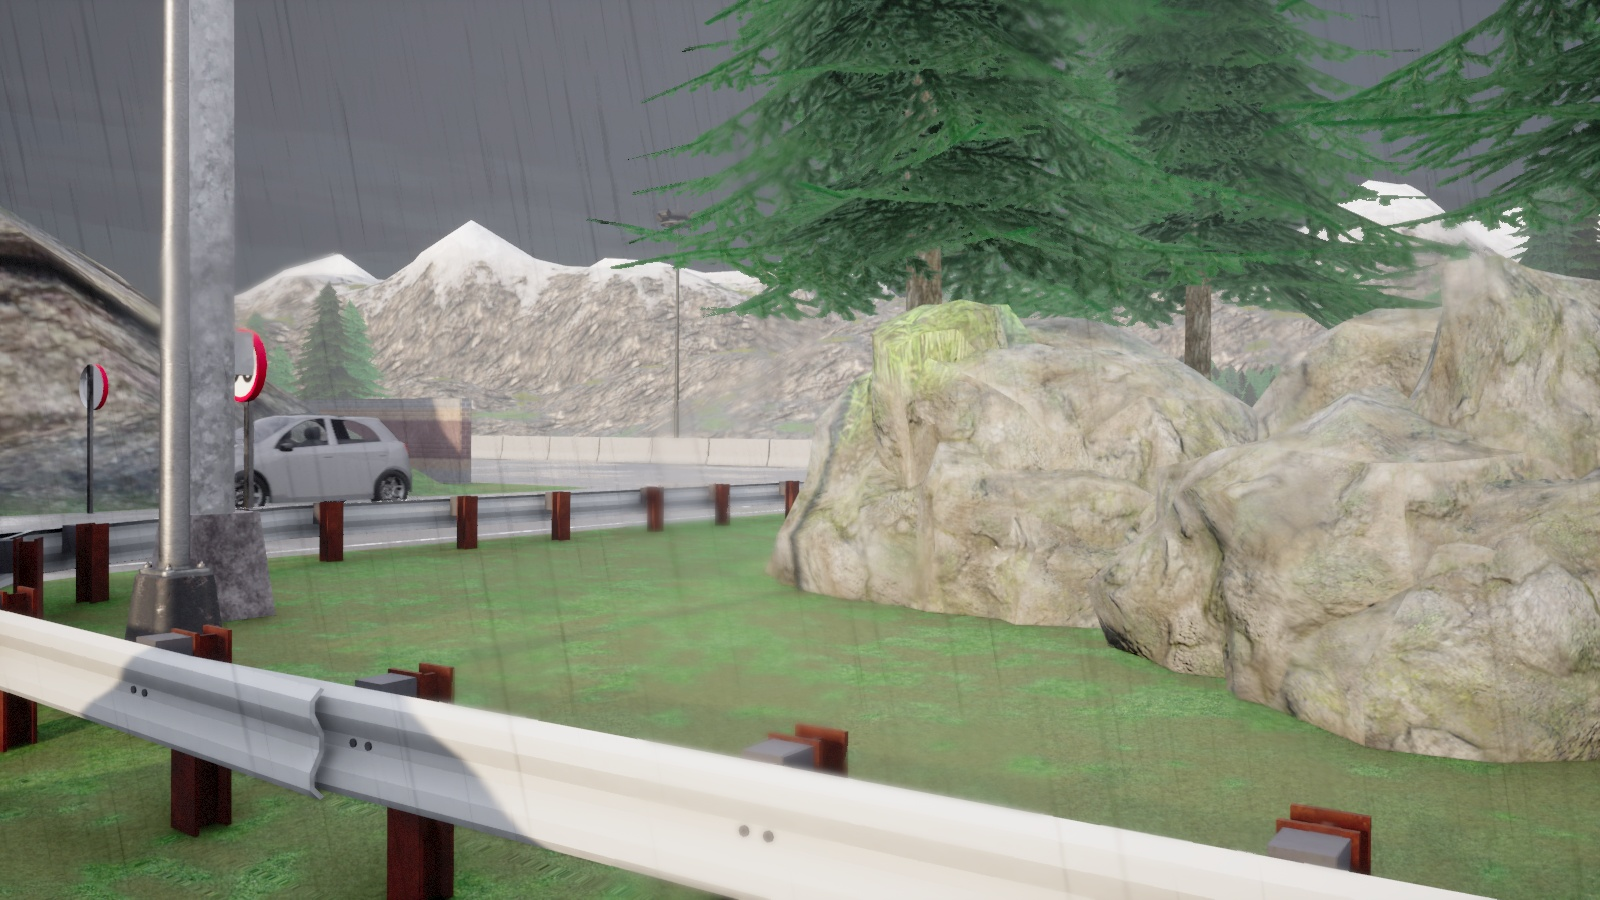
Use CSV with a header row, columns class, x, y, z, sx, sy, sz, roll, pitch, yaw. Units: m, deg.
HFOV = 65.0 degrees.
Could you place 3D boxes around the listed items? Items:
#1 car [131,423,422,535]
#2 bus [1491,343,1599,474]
class,x,y,z,sx,sy,sz,roll,pitch,yaw
car,-7.801,0.366,18.982,1.845,1.501,3.633,0,1,33
bus,28.905,-1.466,41.342,10.273,4.253,3.944,0,3,37
